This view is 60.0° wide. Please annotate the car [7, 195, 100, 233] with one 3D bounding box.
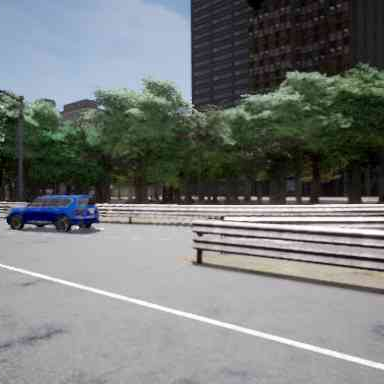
[{"bbox_3d":[-8.176,1.217,19.657,5.566,2.045,2.150,0,0,19],"label":"car"}]
